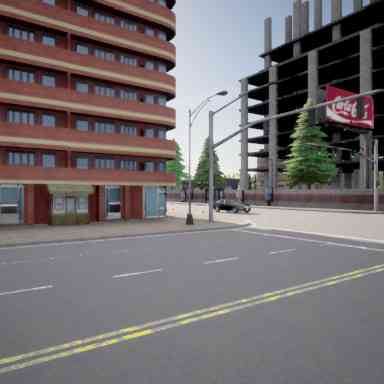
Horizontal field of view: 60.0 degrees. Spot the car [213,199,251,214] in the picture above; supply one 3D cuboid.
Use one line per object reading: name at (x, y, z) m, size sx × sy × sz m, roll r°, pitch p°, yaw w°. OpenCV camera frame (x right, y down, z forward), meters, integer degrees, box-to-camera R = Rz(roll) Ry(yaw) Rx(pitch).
car at (4.230, 1.491, 35.918) m, size 2.128 × 1.511 × 4.902 m, roll 0°, pitch 0°, yaw -35°
